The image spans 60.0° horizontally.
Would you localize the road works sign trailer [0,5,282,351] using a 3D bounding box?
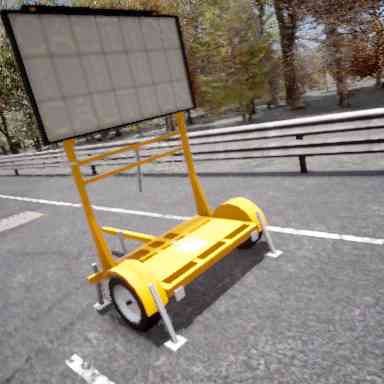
[{"bbox_3d":[-0.836,-0.510,4.555,2.880,3.560,2.380,3,21,44],"label":"road works sign trailer"}]
